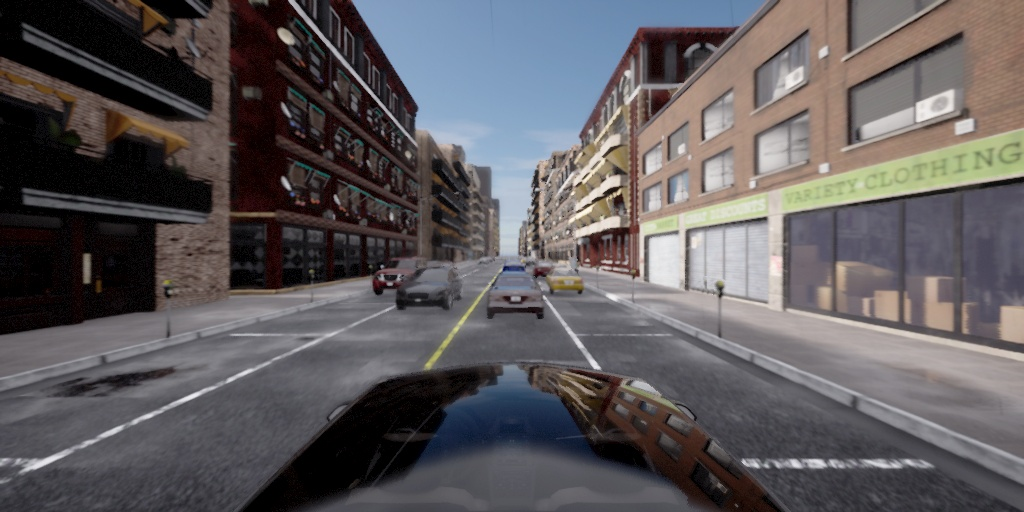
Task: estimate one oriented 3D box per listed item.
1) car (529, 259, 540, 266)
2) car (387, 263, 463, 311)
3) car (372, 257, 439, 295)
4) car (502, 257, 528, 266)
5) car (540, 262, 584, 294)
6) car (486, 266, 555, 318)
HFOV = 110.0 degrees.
[{"bbox_3d":[2.716,1.164,30.437,1.888,1.381,4.507,0,0,0],"label":"car"},{"bbox_3d":[-3.083,1.196,14.207,1.837,1.490,4.892,0,0,0],"label":"car"},{"bbox_3d":[-5.676,0.980,19.178,2.192,1.841,5.009,0,0,0],"label":"car"},{"bbox_3d":[0.129,1.091,31.201,1.882,1.535,5.008,0,0,0],"label":"car"},{"bbox_3d":[2.704,1.197,19.335,1.751,1.417,4.829,0,0,0],"label":"car"},{"bbox_3d":[0.109,1.247,12.658,2.033,1.411,5.357,0,0,0],"label":"car"}]
